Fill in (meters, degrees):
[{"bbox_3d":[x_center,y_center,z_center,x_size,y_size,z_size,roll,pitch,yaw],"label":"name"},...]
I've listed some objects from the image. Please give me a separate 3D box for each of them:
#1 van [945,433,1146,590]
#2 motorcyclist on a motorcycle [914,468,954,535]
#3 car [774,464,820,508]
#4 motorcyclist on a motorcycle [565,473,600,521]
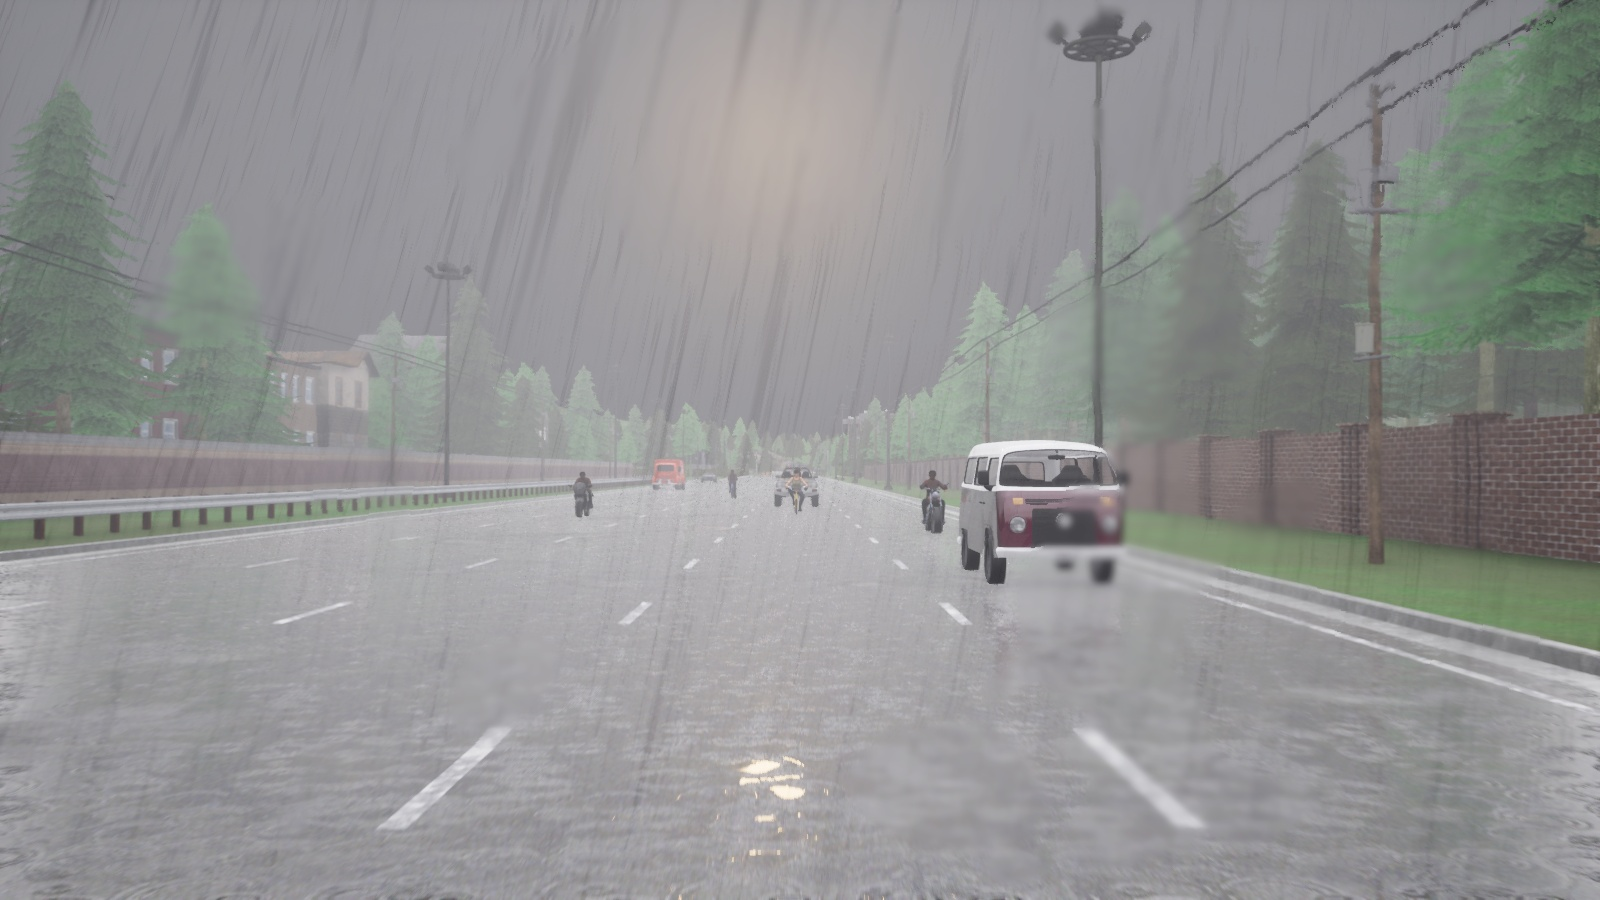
[{"bbox_3d":[3.454,0.836,18.601,2.069,2.038,4.480,0,-1,0],"label":"van"},{"bbox_3d":[3.423,1.290,32.181,0.766,1.649,2.350,0,-1,0],"label":"motorcyclist on a motorcycle"},{"bbox_3d":[-0.133,1.558,55.301,1.932,1.855,4.605,0,-1,0],"label":"car"},{"bbox_3d":[-7.099,1.514,41.153,0.797,1.523,2.044,0,-1,0],"label":"motorcyclist on a motorcycle"}]
